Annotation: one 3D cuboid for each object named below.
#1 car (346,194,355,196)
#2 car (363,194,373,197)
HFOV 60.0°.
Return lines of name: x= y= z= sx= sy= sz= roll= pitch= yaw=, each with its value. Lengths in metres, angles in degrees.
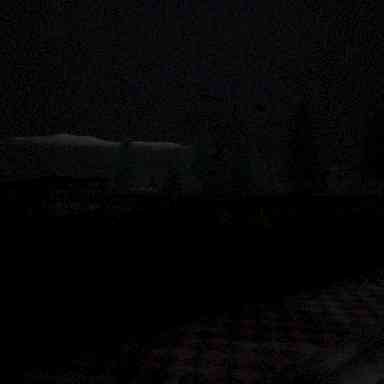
car: x=40.721 y=1.354 z=85.852 sx=1.837 sy=1.490 sz=4.892 roll=0 pitch=0 yaw=5
car: x=39.872 y=1.283 z=75.880 sx=2.097 sy=1.767 sz=4.553 roll=0 pitch=0 yaw=5
